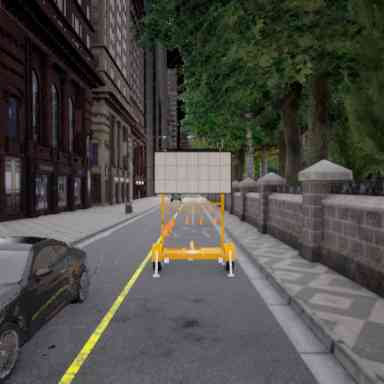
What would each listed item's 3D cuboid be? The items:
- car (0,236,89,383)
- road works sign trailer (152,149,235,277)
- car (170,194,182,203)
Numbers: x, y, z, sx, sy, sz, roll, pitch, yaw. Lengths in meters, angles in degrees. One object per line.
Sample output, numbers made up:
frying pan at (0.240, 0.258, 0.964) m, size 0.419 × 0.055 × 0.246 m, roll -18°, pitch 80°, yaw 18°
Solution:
car at (-3.093, 1.532, 5.482) m, size 1.812 × 1.442 × 4.674 m, roll 0°, pitch 0°, yaw 0°
road works sign trailer at (0.025, 0.473, 10.280) m, size 2.380 × 3.560 × 2.880 m, roll 0°, pitch 0°, yaw -1°
car at (-3.094, 1.051, 65.148) m, size 2.150 × 2.045 × 5.566 m, roll 0°, pitch 1°, yaw 0°
